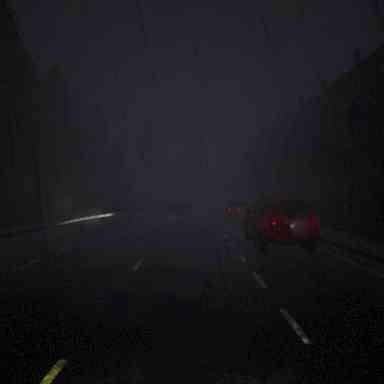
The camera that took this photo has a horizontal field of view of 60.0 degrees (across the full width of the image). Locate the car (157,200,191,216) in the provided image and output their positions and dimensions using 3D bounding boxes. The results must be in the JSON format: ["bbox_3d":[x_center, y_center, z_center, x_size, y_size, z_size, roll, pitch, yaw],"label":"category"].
[{"bbox_3d":[-1.634,1.796,36.870,2.033,1.411,5.357,0,0,18],"label":"car"}]

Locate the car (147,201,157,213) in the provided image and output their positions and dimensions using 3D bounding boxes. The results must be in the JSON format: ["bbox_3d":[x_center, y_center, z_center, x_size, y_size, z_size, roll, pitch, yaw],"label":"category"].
[{"bbox_3d":[-3.654,1.765,40.820,2.128,1.511,4.902,0,-1,24],"label":"car"}]

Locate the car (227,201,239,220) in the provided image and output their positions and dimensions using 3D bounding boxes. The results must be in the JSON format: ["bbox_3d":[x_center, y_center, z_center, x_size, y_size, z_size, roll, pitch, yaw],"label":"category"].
[{"bbox_3d":[4.339,1.566,30.750,2.097,1.767,4.553,0,0,8],"label":"car"}]

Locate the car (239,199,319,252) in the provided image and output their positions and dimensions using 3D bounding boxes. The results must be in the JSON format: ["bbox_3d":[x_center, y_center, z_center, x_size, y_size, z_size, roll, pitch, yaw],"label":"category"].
[{"bbox_3d":[3.641,1.324,14.471,2.150,2.045,5.566,0,0,0],"label":"car"}]
